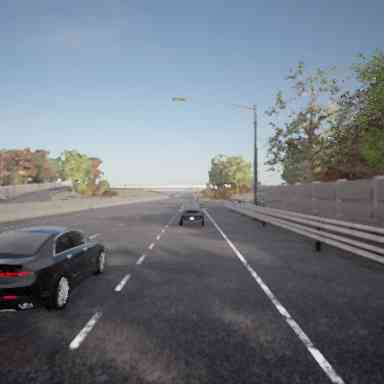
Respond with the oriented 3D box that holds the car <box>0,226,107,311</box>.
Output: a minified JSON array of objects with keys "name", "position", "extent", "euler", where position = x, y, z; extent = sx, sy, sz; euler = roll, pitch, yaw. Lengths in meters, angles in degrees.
[{"name":"car","position":[-3.403,1.556,7.835],"extent":[1.837,1.490,4.892],"euler":[0,0,0]}]

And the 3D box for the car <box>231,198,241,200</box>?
[{"name":"car","position":[12.062,2.553,88.957],"extent":[2.150,2.045,5.566],"euler":[0,-1,26]}]

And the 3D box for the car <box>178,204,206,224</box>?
[{"name":"car","position":[-0.007,1.691,26.323],"extent":[1.837,1.490,4.892],"euler":[0,0,0]}]
